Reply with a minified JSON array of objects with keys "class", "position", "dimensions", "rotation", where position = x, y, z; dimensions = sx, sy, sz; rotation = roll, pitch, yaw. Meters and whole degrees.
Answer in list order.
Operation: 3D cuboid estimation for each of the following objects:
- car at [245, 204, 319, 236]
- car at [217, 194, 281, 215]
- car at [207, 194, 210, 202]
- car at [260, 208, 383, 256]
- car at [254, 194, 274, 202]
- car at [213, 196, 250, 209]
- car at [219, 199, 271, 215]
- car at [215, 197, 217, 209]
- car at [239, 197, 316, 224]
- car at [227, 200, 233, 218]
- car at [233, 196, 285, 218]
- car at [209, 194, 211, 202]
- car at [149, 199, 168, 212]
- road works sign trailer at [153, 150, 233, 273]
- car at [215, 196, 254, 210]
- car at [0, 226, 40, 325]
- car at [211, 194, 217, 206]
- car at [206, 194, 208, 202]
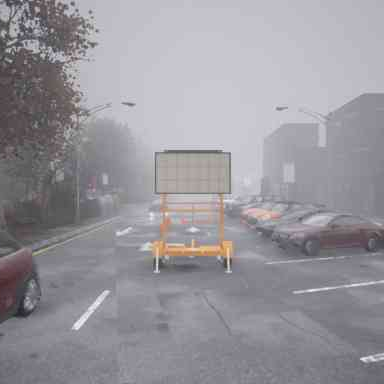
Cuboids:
[{"class":"car","position":[5.319,1.517,15.917],"dimensions":[4.792,1.488,2.163],"rotation":[1,0,-20]},{"class":"car","position":[5.399,1.250,27.913],"dimensions":[5.566,2.045,2.435],"rotation":[1,0,-20]},{"class":"car","position":[5.551,1.580,54.964],"dimensions":[5.008,1.535,2.097],"rotation":[1,0,-20]},{"class":"car","position":[5.336,1.527,12.925],"dimensions":[4.674,1.452,2.002],"rotation":[1,0,-20]},{"class":"car","position":[18.633,1.458,85.954],"dimensions":[2.435,2.045,5.566],"rotation":[0,0,-21]},{"class":"car","position":[5.484,1.421,45.944],"dimensions":[4.553,1.767,2.185],"rotation":[1,0,-20]},{"class":"car","position":[5.417,1.543,33.927],"dimensions":[4.792,1.488,2.163],"rotation":[1,0,-20]},{"class":"car","position":[5.253,1.501,30.870],"dimensions":[5.366,1.575,1.946],"rotation":[1,0,-20]},{"class":"car","position":[5.393,1.365,18.936],"dimensions":[4.553,1.767,2.185],"rotation":[1,0,-20]},{"class":"car","position":[5.389,1.537,24.934],"dimensions":[4.674,1.452,2.002],"rotation":[1,0,-20]},{"class":"car","position":[5.409,1.368,21.938],"dimensions":[4.553,1.767,2.185],"rotation":[1,0,-20]},{"class":"car","position":[5.579,1.443,51.961],"dimensions":[4.553,1.767,2.185],"rotation":[1,0,-20]},{"class":"car","position":[-3.852,1.565,38.892],"dimensions":[1.812,1.442,4.674],"rotation":[0,0,0]},{"class":"road works sign trailer","position":[0.028,0.465,10.667],"dimensions":[2.380,3.560,2.880],"rotation":[0,0,0]},{"class":"car","position":[5.467,1.411,42.943],"dimensions":[4.553,1.767,2.185],"rotation":[1,0,-20]},{"class":"car","position":[-3.942,1.352,4.417],"dimensions":[2.097,1.767,4.553],"rotation":[0,0,0]},{"class":"car","position":[5.441,1.269,36.929],"dimensions":[5.566,2.045,2.435],"rotation":[1,0,-20]},{"class":"car","position":[5.618,1.387,70.002],"dimensions":[5.566,2.045,2.435],"rotation":[1,0,-20]}]
